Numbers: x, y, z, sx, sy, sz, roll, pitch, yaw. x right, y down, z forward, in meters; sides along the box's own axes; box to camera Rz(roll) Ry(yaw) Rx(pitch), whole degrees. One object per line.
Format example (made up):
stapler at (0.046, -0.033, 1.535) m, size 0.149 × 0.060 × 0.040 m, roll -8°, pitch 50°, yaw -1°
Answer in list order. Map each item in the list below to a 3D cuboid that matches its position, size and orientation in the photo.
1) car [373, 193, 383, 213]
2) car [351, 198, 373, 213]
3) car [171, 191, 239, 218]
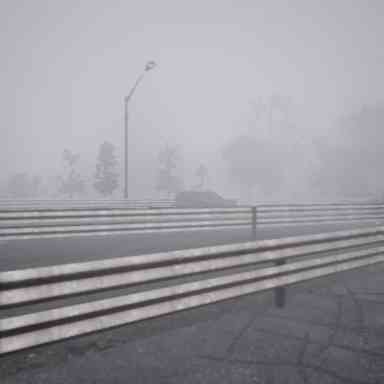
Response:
car at (19.886, 0.988, 30.708) m, size 5.566 × 2.045 × 2.150 m, roll 0°, pitch 0°, yaw -23°
car at (18.159, 1.294, 33.759) m, size 4.674 × 1.442 × 1.812 m, roll 0°, pitch 0°, yaw -23°
car at (1.064, 0.947, 26.274) m, size 5.566 × 2.045 × 2.150 m, roll 0°, pitch 0°, yaw -24°
